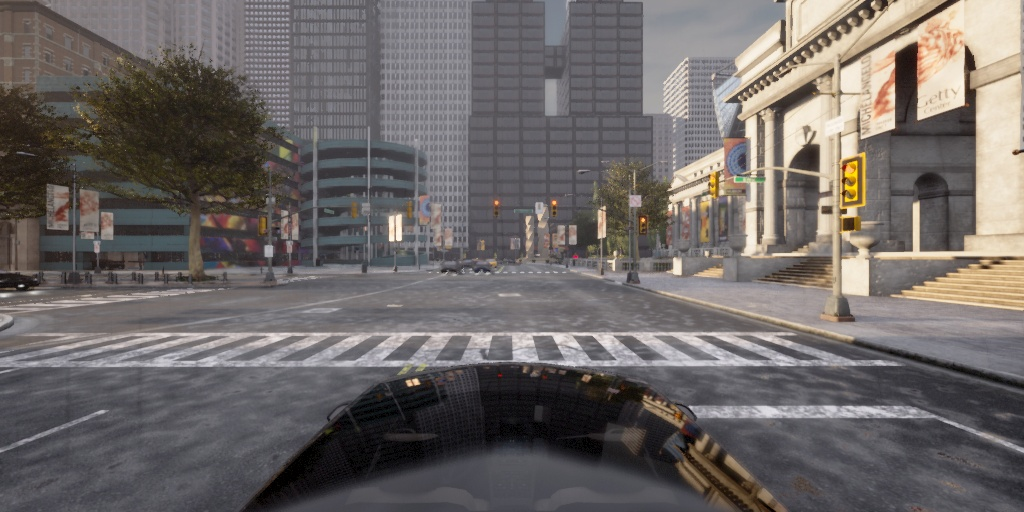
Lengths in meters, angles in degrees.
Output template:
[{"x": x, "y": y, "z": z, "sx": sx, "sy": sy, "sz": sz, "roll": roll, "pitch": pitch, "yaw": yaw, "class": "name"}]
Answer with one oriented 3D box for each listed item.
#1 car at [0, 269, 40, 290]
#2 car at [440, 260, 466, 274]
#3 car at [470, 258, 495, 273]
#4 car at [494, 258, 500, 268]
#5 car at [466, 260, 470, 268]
[{"x": -30.245, "y": 1.297, "z": 20.156, "sx": 5.357, "sy": 1.411, "sz": 2.033, "roll": 0, "pitch": 0, "yaw": 0, "class": "car"}, {"x": -7.018, "y": 1.297, "z": 41.939, "sx": 2.033, "sy": 1.411, "sz": 5.357, "roll": 0, "pitch": 0, "yaw": 0, "class": "car"}, {"x": -3.513, "y": 1.298, "z": 43.841, "sx": 2.033, "sy": 1.411, "sz": 5.357, "roll": 0, "pitch": 0, "yaw": 0, "class": "car"}, {"x": -3.493, "y": 1.228, "z": 59.054, "sx": 1.882, "sy": 1.535, "sz": 5.008, "roll": 0, "pitch": 0, "yaw": 0, "class": "car"}, {"x": -6.981, "y": 1.297, "z": 56.901, "sx": 2.033, "sy": 1.411, "sz": 5.357, "roll": 0, "pitch": 0, "yaw": 0, "class": "car"}]
